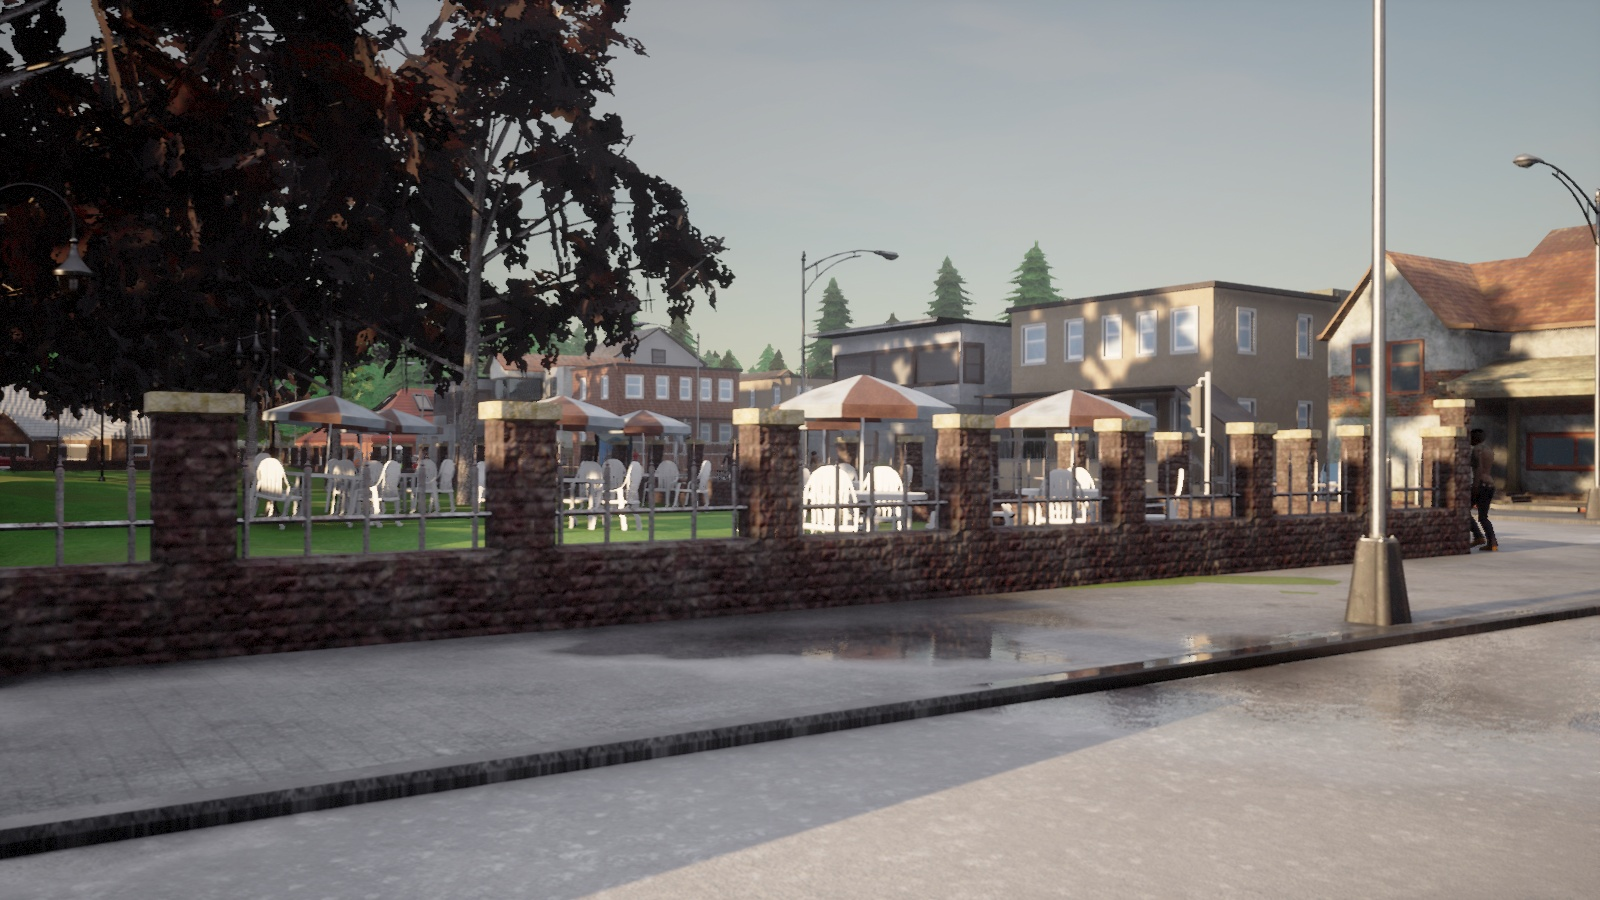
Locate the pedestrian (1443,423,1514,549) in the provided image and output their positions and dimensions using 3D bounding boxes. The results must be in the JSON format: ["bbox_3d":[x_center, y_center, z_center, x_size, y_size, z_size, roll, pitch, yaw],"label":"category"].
[{"bbox_3d":[9.926,0.514,18.391,0.328,1.805,0.869,0,0,-32],"label":"pedestrian"}]

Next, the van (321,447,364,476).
[{"bbox_3d":[-32.634,0.835,89.494,1.775,1.987,4.442,0,0,-35],"label":"van"}]
